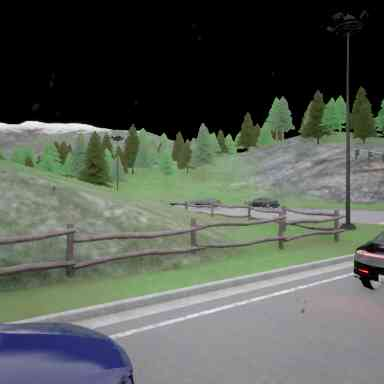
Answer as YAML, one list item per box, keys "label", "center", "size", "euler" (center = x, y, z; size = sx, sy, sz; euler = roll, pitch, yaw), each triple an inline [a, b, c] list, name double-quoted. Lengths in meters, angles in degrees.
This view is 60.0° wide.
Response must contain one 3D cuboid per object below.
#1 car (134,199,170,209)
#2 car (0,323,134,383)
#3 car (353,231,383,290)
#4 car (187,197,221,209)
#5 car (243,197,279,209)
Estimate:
- label: "car"
  center: [-5.313, 1.601, 44.203]
  size: [4.718, 1.301, 1.895]
  euler: [0, 0, 19]
- label: "car"
  center: [-2.596, 1.526, 1.930]
  size: [4.674, 1.442, 1.812]
  euler: [0, 0, -35]
- label: "car"
  center: [5.770, 1.491, 7.864]
  size: [4.902, 1.511, 2.128]
  euler: [0, 0, -35]
- label: "car"
  center: [1.537, 1.491, 45.309]
  size: [4.902, 1.511, 2.128]
  euler: [0, 0, 27]
- label: "car"
  center: [9.248, 1.505, 44.821]
  size: [4.892, 1.490, 1.837]
  euler: [0, 0, 34]
